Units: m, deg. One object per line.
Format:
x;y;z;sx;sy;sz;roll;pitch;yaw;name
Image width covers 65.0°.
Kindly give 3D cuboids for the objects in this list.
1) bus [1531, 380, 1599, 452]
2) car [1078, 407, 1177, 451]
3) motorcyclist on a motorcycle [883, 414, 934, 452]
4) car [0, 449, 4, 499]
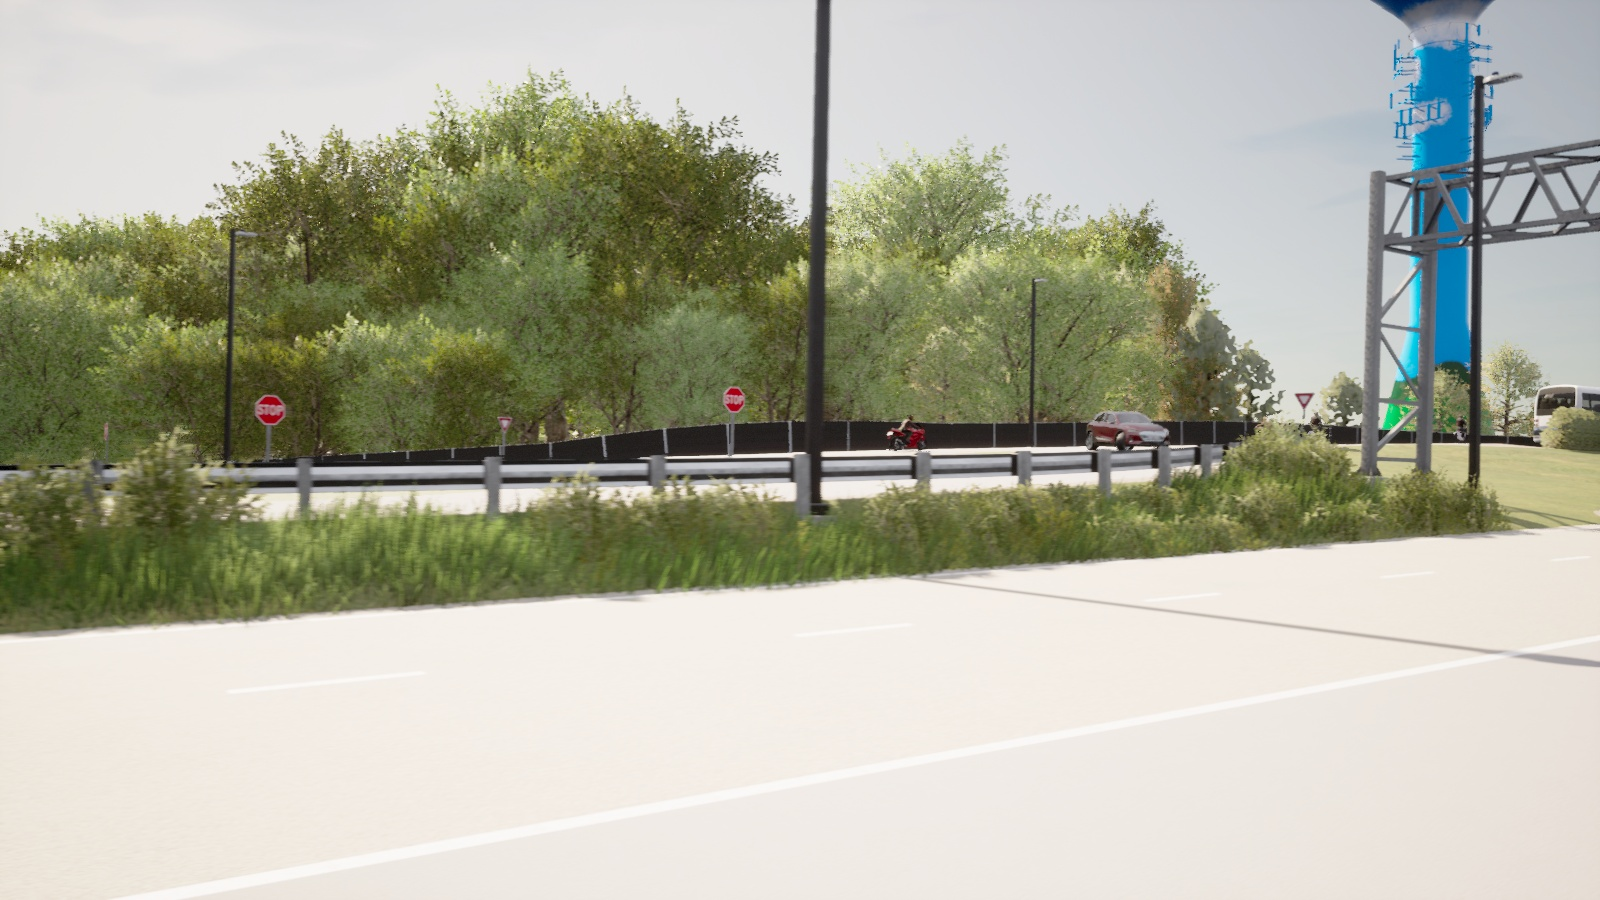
54.082;-2.091;83.393;10.273;4.253;3.944;2;-2;-21;bus
13.136;-0.836;50.717;2.033;1.649;4.856;0;1;-10;car
4.514;-0.710;52.164;2.044;1.523;0.797;-2;1;-34;motorcyclist on a motorcycle
-25.436;0.805;35.002;5.357;1.411;2.033;-3;2;-34;car
